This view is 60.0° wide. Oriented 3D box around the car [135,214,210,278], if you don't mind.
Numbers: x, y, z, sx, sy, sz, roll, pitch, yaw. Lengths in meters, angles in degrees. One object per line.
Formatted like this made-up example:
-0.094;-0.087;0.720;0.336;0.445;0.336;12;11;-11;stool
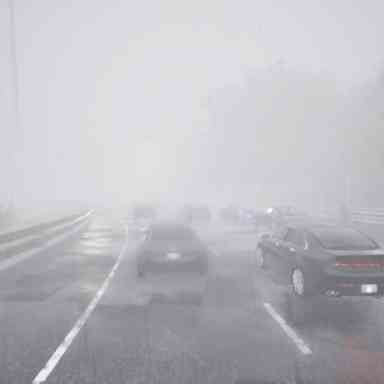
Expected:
-0.683;1.614;10.478;1.994;1.385;4.181;0;0;-6;car

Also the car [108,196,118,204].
-18.451;1.786;77.647;2.097;1.767;4.553;0;0;-17;car

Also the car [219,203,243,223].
3.571;1.629;26.487;1.812;1.442;4.674;0;0;-14;car

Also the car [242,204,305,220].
5.060;1.555;19.833;2.128;1.511;4.902;0;-1;-12;car

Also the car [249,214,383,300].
3.042;1.530;8.493;1.837;1.490;4.892;0;0;-5;car

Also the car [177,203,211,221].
0.064;1.609;26.140;2.128;1.511;4.902;0;0;-14;car

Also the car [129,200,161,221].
-4.277;1.626;28.654;1.882;1.535;5.008;0;0;-16;car

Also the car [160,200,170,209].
-4.849;1.806;49.129;1.994;1.385;4.181;0;0;-25;car
